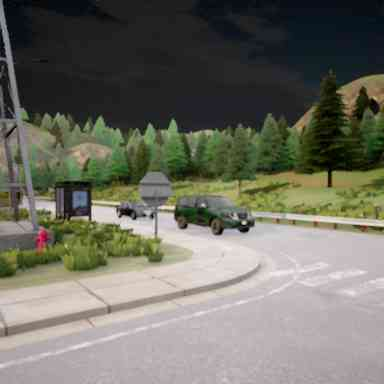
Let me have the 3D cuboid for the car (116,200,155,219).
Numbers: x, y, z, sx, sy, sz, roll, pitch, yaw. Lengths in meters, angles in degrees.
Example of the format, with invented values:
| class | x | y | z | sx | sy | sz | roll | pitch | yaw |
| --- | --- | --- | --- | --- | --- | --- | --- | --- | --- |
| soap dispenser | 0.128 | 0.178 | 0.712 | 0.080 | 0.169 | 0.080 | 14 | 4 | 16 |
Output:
| class | x | y | z | sx | sy | sz | roll | pitch | yaw |
| --- | --- | --- | --- | --- | --- | --- | --- | --- | --- |
| car | -4.706 | 1.462 | 27.456 | 2.128 | 1.511 | 4.902 | 0 | 0 | -34 |

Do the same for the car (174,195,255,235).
| class | x | y | z | sx | sy | sz | roll | pitch | yaw |
| --- | --- | --- | --- | --- | --- | --- | --- | --- | --- |
| car | 1.069 | 1.193 | 18.972 | 2.150 | 2.045 | 5.566 | 0 | 0 | -34 |
